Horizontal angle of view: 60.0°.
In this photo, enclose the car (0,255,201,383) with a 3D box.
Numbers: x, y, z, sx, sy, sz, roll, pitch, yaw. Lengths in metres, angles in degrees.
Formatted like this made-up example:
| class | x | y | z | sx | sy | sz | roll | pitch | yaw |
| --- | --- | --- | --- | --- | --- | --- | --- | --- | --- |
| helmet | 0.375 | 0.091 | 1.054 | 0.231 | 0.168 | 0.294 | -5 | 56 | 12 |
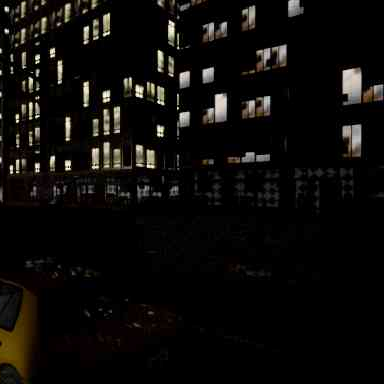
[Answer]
| class | x | y | z | sx | sy | sz | roll | pitch | yaw |
| --- | --- | --- | --- | --- | --- | --- | --- | --- | --- |
| car | -2.189 | 1.525 | 4.432 | 4.829 | 1.417 | 1.752 | 0 | 0 | 36 |
